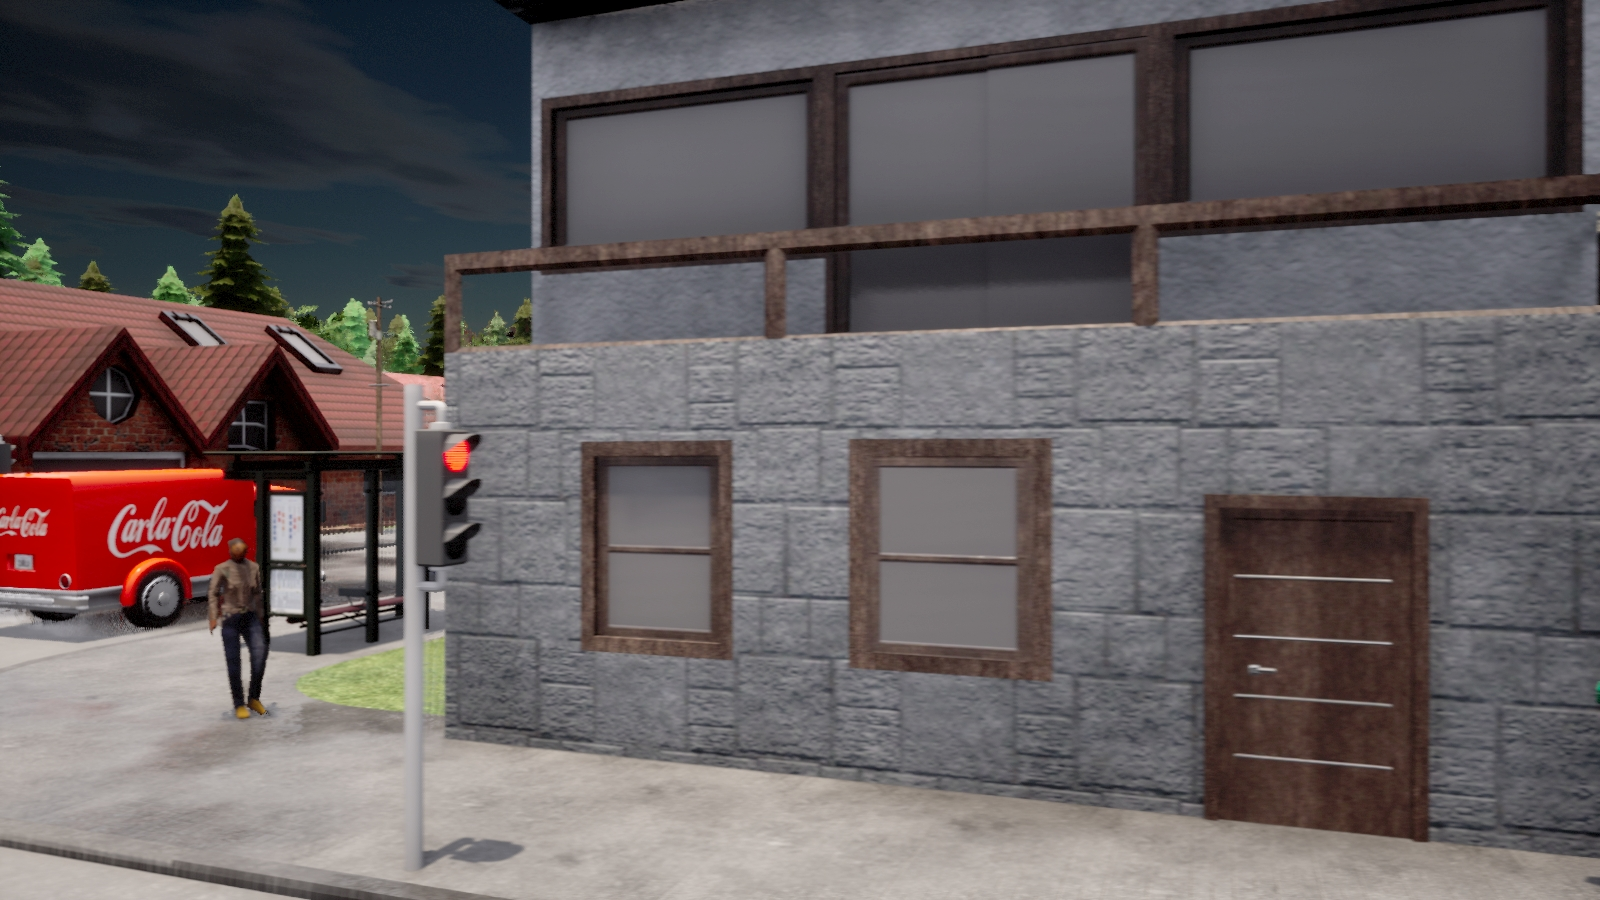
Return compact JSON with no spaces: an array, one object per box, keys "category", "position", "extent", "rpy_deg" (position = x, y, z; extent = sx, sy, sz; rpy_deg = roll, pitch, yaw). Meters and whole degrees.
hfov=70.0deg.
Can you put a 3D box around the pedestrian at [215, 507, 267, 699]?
[{"category":"pedestrian","position":[-5.617,1.516,11.470],"extent":[0.375,1.860,0.375],"rpy_deg":[0,0,-43]}]

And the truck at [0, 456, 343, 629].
[{"category":"truck","position":[-10.690,1.347,19.400],"extent":[2.627,2.467,5.204],"rpy_deg":[0,0,21]}]

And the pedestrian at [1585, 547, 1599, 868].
[{"category":"pedestrian","position":[4.908,1.524,6.741],"extent":[0.375,1.860,0.375],"rpy_deg":[0,0,20]}]
